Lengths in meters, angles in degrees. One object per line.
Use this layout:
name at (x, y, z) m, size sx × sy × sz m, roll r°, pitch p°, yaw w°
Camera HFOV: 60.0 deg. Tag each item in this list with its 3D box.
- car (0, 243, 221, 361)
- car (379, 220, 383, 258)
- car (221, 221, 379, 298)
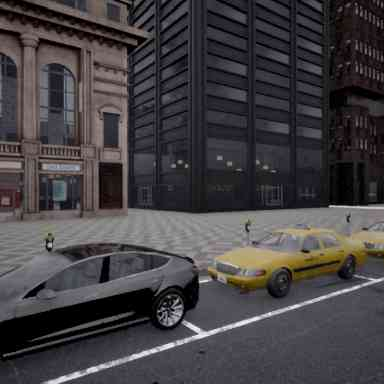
car at (-1.858, 1.566, 5.322) m, size 4.313 × 1.339 × 1.947 m, roll 0°, pitch 0°, yaw -35°
car at (7.205, 1.525, 11.751) m, size 4.829 × 1.417 × 1.752 m, roll 0°, pitch 0°, yaw -35°
car at (2.604, 1.525, 8.488) m, size 4.829 × 1.417 × 1.752 m, roll 0°, pitch 0°, yaw -35°
